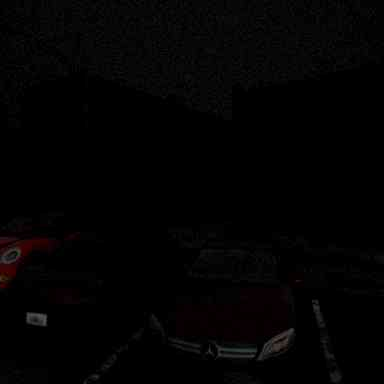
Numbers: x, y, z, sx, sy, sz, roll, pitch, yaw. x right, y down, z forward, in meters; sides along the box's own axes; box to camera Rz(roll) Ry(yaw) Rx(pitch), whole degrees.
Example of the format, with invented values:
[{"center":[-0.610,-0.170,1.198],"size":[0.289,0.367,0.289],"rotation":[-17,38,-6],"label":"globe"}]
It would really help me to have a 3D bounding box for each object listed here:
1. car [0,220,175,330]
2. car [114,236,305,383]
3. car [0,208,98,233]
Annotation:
[{"center":[-1.656,1.514,7.245],"size":[2.163,1.488,4.792],"rotation":[1,-1,16],"label":"car"},{"center":[0.793,1.525,5.527],"size":[2.002,1.452,4.674],"rotation":[1,-1,16],"label":"car"},{"center":[-4.075,1.361,9.055],"size":[2.185,1.767,4.553],"rotation":[1,-1,16],"label":"car"}]
